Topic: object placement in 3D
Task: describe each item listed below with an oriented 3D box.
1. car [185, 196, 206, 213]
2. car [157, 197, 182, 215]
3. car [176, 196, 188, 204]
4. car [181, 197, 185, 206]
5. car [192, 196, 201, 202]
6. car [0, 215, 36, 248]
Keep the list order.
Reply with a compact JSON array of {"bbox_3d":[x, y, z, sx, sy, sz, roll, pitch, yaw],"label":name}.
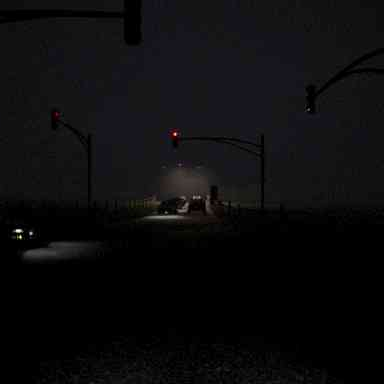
[{"bbox_3d":[0.558,1.485,37.869,1.882,1.535,5.008,0,0,1],"label":"car"},{"bbox_3d":[-2.414,1.553,34.180,2.033,1.411,5.357,0,0,0],"label":"car"},{"bbox_3d":[-1.924,1.581,63.810,1.994,1.385,4.181,0,0,2],"label":"car"},{"bbox_3d":[-2.265,1.514,43.957,1.837,1.490,4.892,0,0,1],"label":"car"},{"bbox_3d":[1.065,1.617,75.951,1.895,1.301,4.718,0,0,1],"label":"car"},{"bbox_3d":[-8.725,1.360,13.074,4.892,1.490,1.837,1,0,1],"label":"car"}]
